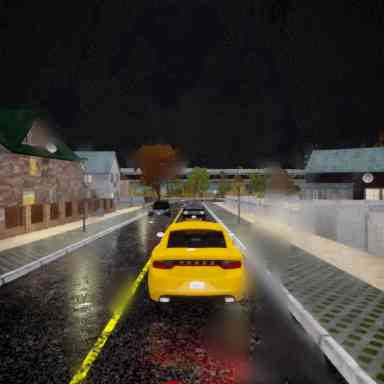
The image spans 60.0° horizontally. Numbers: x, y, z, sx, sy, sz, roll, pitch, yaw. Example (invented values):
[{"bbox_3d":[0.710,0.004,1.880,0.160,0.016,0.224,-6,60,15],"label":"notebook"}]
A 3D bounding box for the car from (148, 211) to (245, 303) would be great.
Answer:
[{"bbox_3d":[0.099,1.473,8.270,1.882,1.535,5.008,0,0,0],"label":"car"}]

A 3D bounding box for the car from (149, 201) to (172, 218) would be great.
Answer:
[{"bbox_3d":[-2.774,1.521,30.030,1.812,1.442,4.674,0,0,0],"label":"car"}]

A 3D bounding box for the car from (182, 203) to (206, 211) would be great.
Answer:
[{"bbox_3d":[0.153,1.596,27.407,1.895,1.301,4.718,0,0,0],"label":"car"}]
